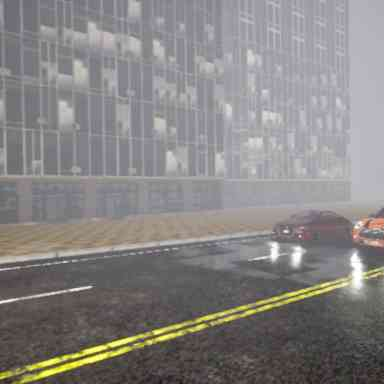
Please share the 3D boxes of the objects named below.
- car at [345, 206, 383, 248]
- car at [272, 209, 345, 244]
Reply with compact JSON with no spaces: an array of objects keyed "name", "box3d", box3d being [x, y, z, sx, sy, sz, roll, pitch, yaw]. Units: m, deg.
[{"name":"car","box3d":[8.664,1.314,13.737,4.553,1.767,2.097,0,0,-35]},{"name":"car","box3d":[5.732,1.532,15.658,4.181,1.385,1.994,0,0,-35]}]
